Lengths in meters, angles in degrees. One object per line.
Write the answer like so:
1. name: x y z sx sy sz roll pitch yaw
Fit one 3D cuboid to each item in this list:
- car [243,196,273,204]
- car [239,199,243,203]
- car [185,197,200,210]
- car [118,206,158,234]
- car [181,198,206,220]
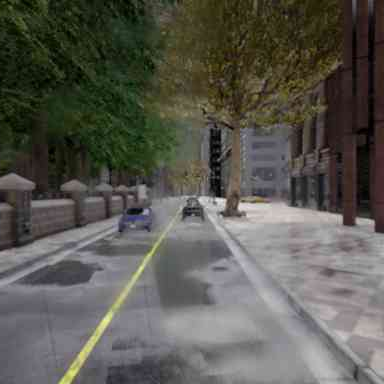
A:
1. car: 12.365 1.506 61.150 4.829 1.417 1.752 -1 1 0
2. car: 12.050 1.522 69.676 4.829 1.417 1.752 -1 1 0
3. car: 0.061 1.558 47.173 2.033 1.649 4.856 0 0 1
4. car: -3.096 1.561 19.802 1.812 1.442 4.674 0 0 0
5. car: 0.103 1.565 28.630 1.837 1.490 4.892 0 0 0
